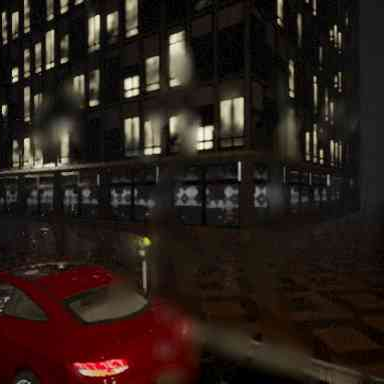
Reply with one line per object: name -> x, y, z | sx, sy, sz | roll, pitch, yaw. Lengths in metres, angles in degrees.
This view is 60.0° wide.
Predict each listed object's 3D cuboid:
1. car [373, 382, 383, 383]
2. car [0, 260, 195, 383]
car -> 2.626, 1.562, 1.012 | 4.403, 1.369, 2.008 | 0, 0, 36
car -> -1.914, 1.556, 4.252 | 4.206, 1.307, 1.802 | 0, 0, 36
